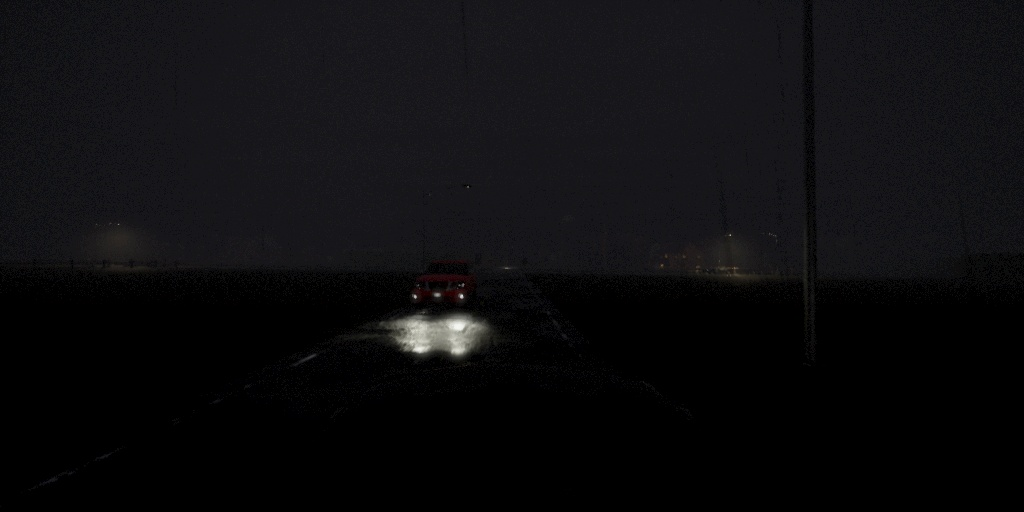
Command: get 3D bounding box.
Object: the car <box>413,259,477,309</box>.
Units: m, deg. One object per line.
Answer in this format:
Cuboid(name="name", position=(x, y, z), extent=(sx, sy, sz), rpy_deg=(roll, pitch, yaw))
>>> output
Cuboid(name="car", position=(-2.853, 1.167, 16.485), extent=(2.150, 2.045, 5.566), rpy_deg=(0, -1, 0))
